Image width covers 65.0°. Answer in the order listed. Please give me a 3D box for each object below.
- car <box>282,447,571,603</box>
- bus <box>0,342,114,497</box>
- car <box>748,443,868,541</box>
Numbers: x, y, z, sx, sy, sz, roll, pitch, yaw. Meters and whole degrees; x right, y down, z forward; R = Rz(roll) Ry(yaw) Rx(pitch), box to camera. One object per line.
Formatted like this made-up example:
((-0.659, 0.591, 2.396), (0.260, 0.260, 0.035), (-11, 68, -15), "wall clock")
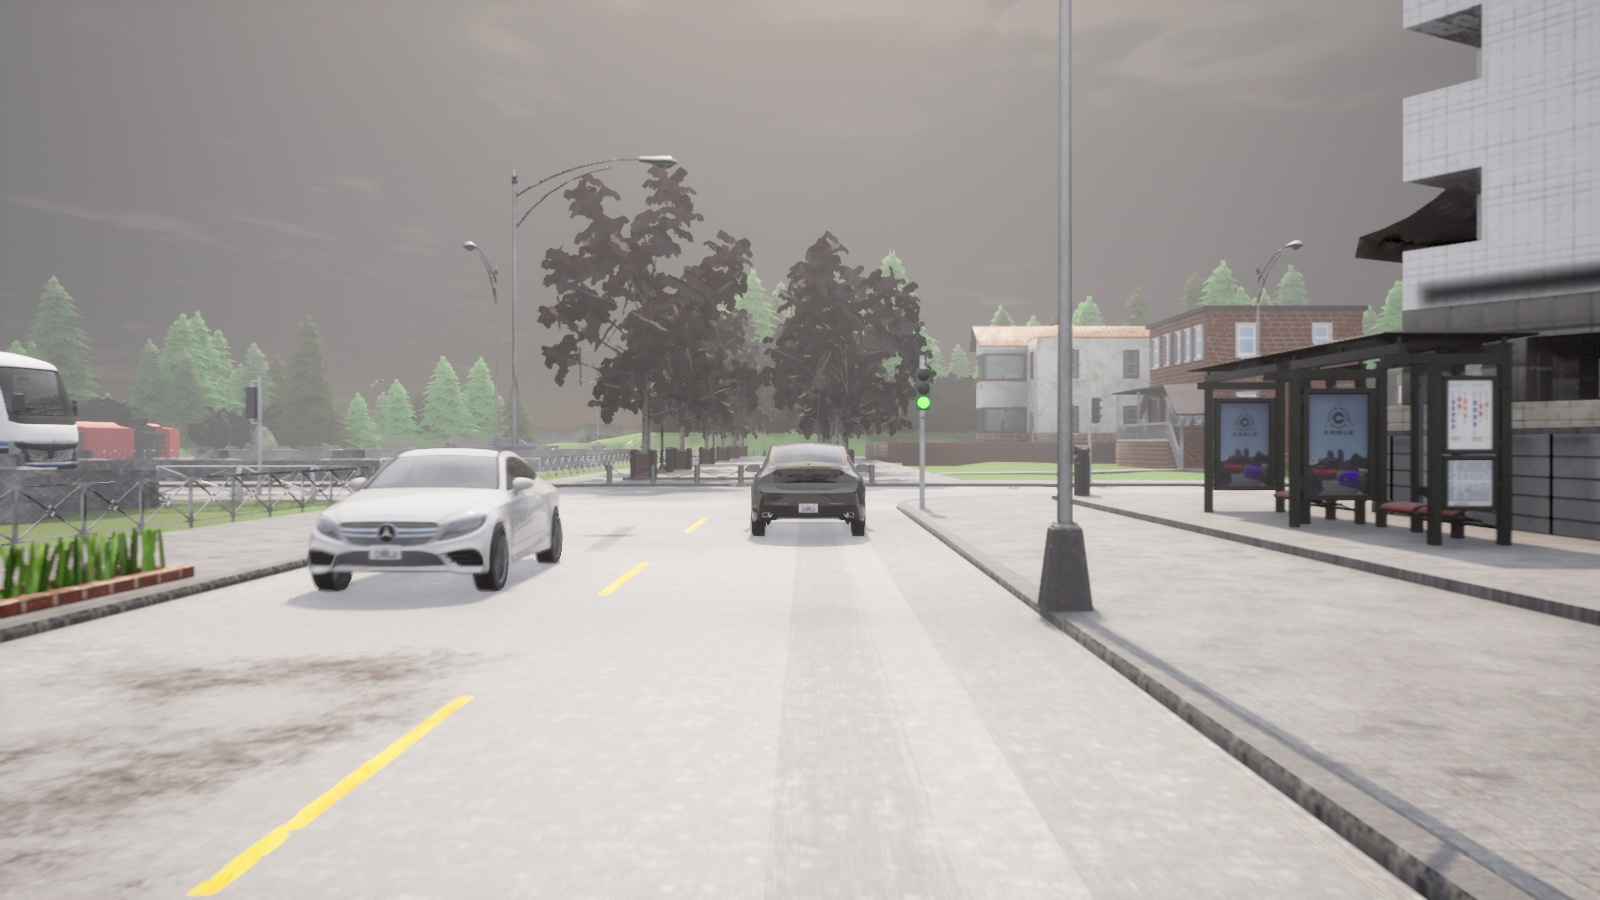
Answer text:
((-3.905, 0.690, 14.026), (1.812, 1.442, 4.674), (0, 0, 0), "car")
((-26.284, -0.858, 36.784), (10.273, 4.253, 3.944), (0, 0, 2), "bus")
((0.140, 0.629, 21.669), (1.837, 1.490, 4.892), (0, 0, 0), "car")
